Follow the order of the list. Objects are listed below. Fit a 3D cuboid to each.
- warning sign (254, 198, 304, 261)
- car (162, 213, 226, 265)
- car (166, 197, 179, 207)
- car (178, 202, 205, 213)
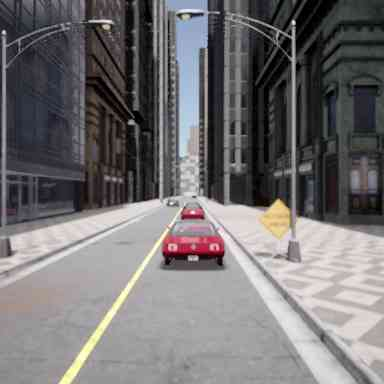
[{"bbox_3d":[2.719,1.141,10.521,1.300,1.860,1.060,0,0,0],"label":"warning sign"},{"bbox_3d":[0.061,1.630,11.825,1.895,1.301,4.718,0,0,0],"label":"car"},{"bbox_3d":[-3.065,1.629,53.012,2.128,1.511,4.902,0,0,0],"label":"car"},{"bbox_3d":[0.073,1.634,28.833,1.994,1.385,4.181,0,0,0],"label":"car"}]
